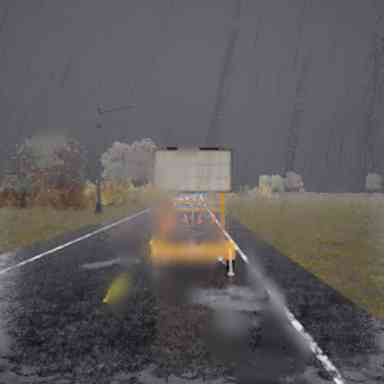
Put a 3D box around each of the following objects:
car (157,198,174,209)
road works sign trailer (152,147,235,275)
[{"bbox_3d":[-3.400,1.430,42.664,1.895,1.301,4.718,0,0,1],"label":"car"},{"bbox_3d":[0.030,0.421,10.280,2.380,3.560,2.880,0,0,-1],"label":"road works sign trailer"}]
